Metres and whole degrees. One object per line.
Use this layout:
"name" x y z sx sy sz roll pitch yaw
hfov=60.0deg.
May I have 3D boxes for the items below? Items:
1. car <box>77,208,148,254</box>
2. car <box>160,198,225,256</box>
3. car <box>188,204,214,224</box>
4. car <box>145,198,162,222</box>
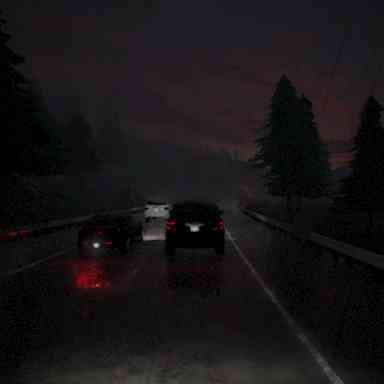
"car" -3.318 1.643 14.233 1.837 1.490 4.892 0 0 2
"car" 0.167 1.349 13.846 2.150 2.045 5.566 0 0 2
"car" 0.833 1.820 28.631 2.033 1.411 5.357 0 -1 3
"car" -2.658 1.491 28.884 2.150 2.045 5.566 0 0 3
